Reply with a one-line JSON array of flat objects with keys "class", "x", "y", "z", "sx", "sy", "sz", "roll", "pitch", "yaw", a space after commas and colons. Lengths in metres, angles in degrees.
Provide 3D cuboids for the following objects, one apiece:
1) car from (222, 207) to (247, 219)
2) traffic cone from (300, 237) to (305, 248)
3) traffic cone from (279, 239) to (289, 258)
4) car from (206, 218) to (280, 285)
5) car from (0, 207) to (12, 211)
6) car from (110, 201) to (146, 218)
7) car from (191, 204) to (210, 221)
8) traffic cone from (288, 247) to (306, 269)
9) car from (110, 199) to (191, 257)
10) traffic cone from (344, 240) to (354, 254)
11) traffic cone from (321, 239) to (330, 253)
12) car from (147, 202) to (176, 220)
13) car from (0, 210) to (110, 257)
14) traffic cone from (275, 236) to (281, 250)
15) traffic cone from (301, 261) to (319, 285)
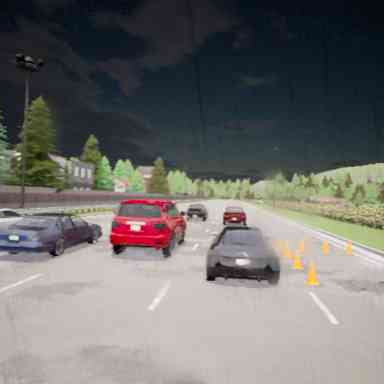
[{"class": "car", "x": 3.633, "y": 1.985, "z": 28.482, "sx": 1.882, "sy": 1.535, "sz": 5.008, "roll": 2, "pitch": -1, "yaw": 7}, {"class": "traffic cone", "x": 4.973, "y": 2.342, "z": 14.969, "sx": 0.340, "sy": 0.580, "sz": 0.340, "roll": 2, "pitch": -1, "yaw": 7}, {"class": "traffic cone", "x": 3.749, "y": 2.271, "z": 13.099, "sx": 0.340, "sy": 0.580, "sz": 0.340, "roll": 2, "pitch": -1, "yaw": 7}, {"class": "car", "x": 1.519, "y": 1.757, "z": 10.342, "sx": 1.994, "sy": 1.385, "sz": 4.181, "roll": 2, "pitch": -1, "yaw": 7}, {"class": "car", "x": -8.555, "y": 1.381, "z": 14.530, "sx": 1.812, "sy": 1.442, "sz": 4.674, "roll": 2, "pitch": -1, "yaw": 7}, {"class": "car", "x": -6.331, "y": 1.735, "z": 33.662, "sx": 2.033, "sy": 1.411, "sz": 5.357, "roll": 2, "pitch": -1, "yaw": 7}, {"class": "car", "x": 0.558, "y": 1.943, "z": 32.316, "sx": 1.837, "sy": 1.490, "sz": 4.892, "roll": 2, "pitch": -1, "yaw": 7}, {"class": "traffic cone", "x": 3.518, "y": 2.236, "z": 11.113, "sx": 0.340, "sy": 0.580, "sz": 0.340, "roll": 2, "pitch": -1, "yaw": 7}, {"class": "car", "x": -1.588, "y": 1.338, "z": 13.792, "sx": 2.150, "sy": 2.045, "sz": 5.566, "roll": 2, "pitch": -1, "yaw": 7}, {"class": "traffic cone", "x": 6.958, "y": 2.416, "z": 14.737, "sx": 0.340, "sy": 0.580, "sz": 0.340, "roll": 2, "pitch": -1, "yaw": 7}, {"class": "traffic cone", "x": 5.965, "y": 2.379, "z": 14.853, "sx": 0.340, "sy": 0.580, "sz": 0.340, "roll": 2, "pitch": -1, "yaw": 7}, {"class": "car", "x": -2.914, "y": 1.814, "z": 32.738, "sx": 1.837, "sy": 1.490, "sz": 4.892, "roll": 2, "pitch": -1, "yaw": 7}, {"class": "car", "x": -5.238, "y": 1.510, "z": 12.801, "sx": 2.033, "sy": 1.411, "sz": 5.357, "roll": 2, "pitch": -1, "yaw": 7}, {"class": "traffic cone", "x": 3.980, "y": 2.305, "z": 15.086, "sx": 0.340, "sy": 0.580, "sz": 0.340, "roll": 2, "pitch": -1, "yaw": 7}, {"class": "traffic cone", "x": 3.286, "y": 2.202, "z": 9.127, "sx": 0.340, "sy": 0.580, "sz": 0.340, "roll": 2, "pitch": -1, "yaw": 7}]
